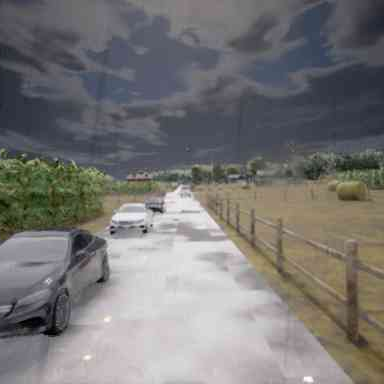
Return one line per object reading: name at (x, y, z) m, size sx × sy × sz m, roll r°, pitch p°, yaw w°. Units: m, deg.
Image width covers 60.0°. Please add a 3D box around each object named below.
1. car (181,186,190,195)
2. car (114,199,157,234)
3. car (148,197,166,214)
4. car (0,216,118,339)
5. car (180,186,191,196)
car at (-1.598, -0.489, 82.793) m, size 2.150 × 2.045 × 5.566 m, roll -1°, pitch 1°, yaw -1°
car at (-3.158, 1.333, 18.092) m, size 1.812 × 1.442 × 4.674 m, roll -1°, pitch 1°, yaw -1°
car at (-3.345, 1.162, 30.033) m, size 2.033 × 1.411 × 5.357 m, roll -1°, pitch 1°, yaw 0°
car at (-2.947, 1.486, 6.712) m, size 1.812 × 1.442 × 4.674 m, roll -1°, pitch 0°, yaw -1°
car at (-1.390, -0.149, 72.311) m, size 2.150 × 2.045 × 5.566 m, roll -1°, pitch 1°, yaw -1°
